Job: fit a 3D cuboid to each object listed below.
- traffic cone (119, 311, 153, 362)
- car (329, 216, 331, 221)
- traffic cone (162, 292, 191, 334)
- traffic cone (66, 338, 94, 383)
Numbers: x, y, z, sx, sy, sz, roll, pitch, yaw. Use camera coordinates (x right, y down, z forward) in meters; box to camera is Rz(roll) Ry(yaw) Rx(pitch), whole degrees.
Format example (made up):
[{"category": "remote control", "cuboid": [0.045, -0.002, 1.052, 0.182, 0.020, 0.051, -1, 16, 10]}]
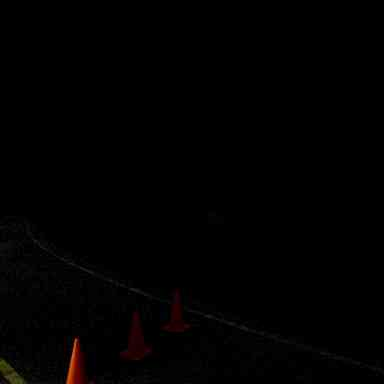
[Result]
[{"category": "traffic cone", "cuboid": [-0.770, 1.938, 4.597, 0.340, 0.580, 0.340, 1, 1, 32]}, {"category": "car", "cuboid": [35.642, 6.632, 82.726, 1.851, 1.617, 3.988, -4, -3, 4]}, {"category": "traffic cone", "cuboid": [-0.250, 1.931, 5.447, 0.340, 0.580, 0.340, 1, 1, 31]}, {"category": "traffic cone", "cuboid": [-1.289, 1.945, 3.746, 0.340, 0.580, 0.340, 1, 1, 31]}]
